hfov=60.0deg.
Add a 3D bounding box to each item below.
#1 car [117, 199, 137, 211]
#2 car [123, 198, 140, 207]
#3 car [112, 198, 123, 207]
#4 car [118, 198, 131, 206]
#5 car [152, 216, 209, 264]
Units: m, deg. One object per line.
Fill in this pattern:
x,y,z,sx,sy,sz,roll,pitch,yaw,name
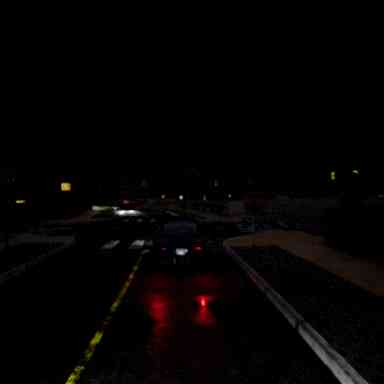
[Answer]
-10.241,2.183,51.993,1.895,1.301,4.718,0,-1,-15,car
-11.838,2.137,66.574,2.097,1.767,4.553,0,-1,-20,car
-15.168,2.313,67.715,1.994,1.385,4.181,0,-1,-20,car
-15.453,2.185,76.021,2.097,1.767,4.553,0,-1,-23,car
-0.461,1.617,12.181,1.812,1.442,4.674,0,0,-3,car
